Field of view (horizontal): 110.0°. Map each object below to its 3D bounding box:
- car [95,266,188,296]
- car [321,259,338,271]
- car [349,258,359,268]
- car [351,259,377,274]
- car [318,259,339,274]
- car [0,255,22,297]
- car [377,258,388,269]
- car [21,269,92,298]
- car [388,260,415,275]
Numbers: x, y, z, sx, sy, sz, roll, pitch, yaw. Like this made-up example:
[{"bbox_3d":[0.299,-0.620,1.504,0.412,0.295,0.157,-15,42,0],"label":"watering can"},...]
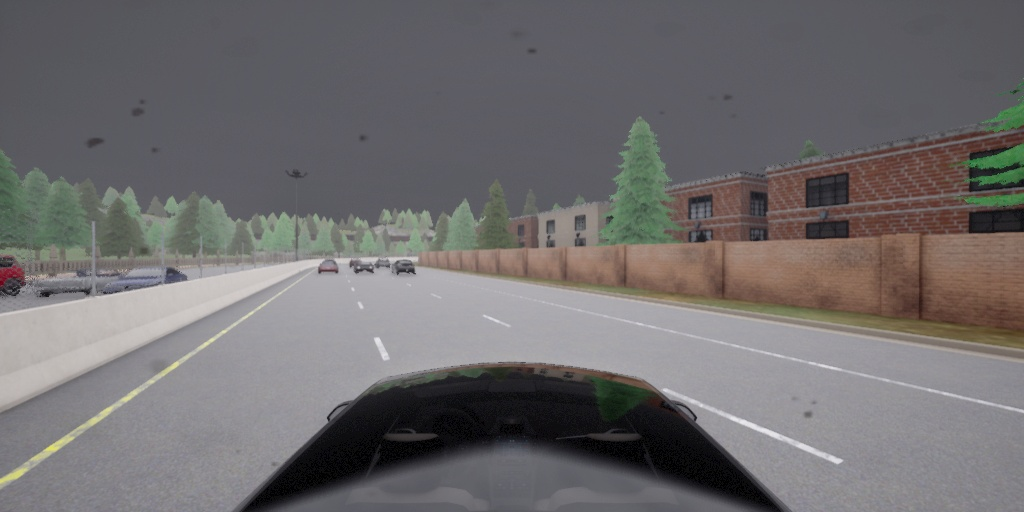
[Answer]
[{"bbox_3d":[-17.349,1.243,17.264,1.812,1.442,4.674,0,0,-26],"label":"car"},{"bbox_3d":[-25.082,1.180,49.407,2.033,1.411,5.357,0,0,-26],"label":"car"},{"bbox_3d":[-24.654,1.090,56.627,1.882,1.535,5.008,0,0,-25],"label":"car"},{"bbox_3d":[-16.692,1.254,40.234,1.895,1.301,4.718,0,0,-26],"label":"car"},{"bbox_3d":[-20.374,1.221,39.800,1.994,1.385,4.181,0,0,-26],"label":"car"},{"bbox_3d":[-24.211,0.948,15.358,2.150,2.045,5.566,0,0,-26],"label":"car"},{"bbox_3d":[-19.183,1.109,53.284,2.128,1.511,4.902,0,0,-26],"label":"car"},{"bbox_3d":[-21.805,1.317,18.405,1.895,1.301,4.718,0,0,-26],"label":"car"},{"bbox_3d":[-11.333,1.163,37.256,1.837,1.490,4.892,0,0,-26],"label":"car"}]
